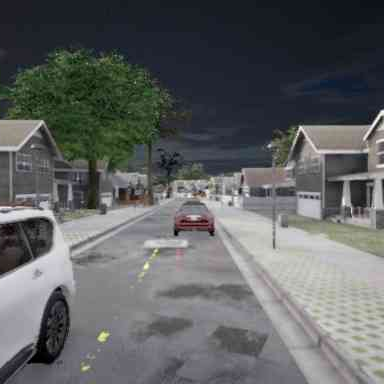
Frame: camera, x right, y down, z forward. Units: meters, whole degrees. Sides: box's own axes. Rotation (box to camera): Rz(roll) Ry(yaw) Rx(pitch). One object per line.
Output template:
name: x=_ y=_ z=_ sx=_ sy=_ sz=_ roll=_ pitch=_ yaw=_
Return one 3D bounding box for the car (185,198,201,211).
car: x=0.106 y=1.488 z=41.048 sx=1.837 sy=1.490 sz=4.892 roll=0 pitch=0 yaw=0

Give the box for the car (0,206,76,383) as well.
car: x=-2.850 y=1.221 z=2.909 sx=2.150 sy=2.045 sz=5.566 roll=0 pitch=0 yaw=0

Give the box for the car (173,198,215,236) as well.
car: x=0.103 y=1.347 z=18.659 sx=2.097 sy=1.767 sz=4.553 roll=0 pitch=0 yaw=0
